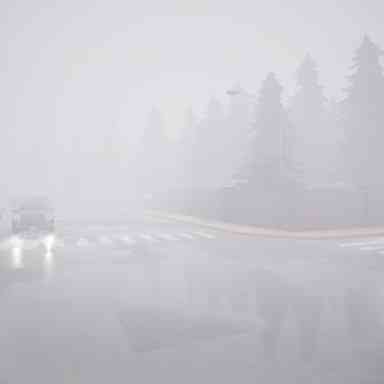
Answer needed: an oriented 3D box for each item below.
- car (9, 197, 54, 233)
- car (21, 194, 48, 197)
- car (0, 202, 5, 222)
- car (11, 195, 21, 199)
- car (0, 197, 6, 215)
[{"bbox_3d":[-9.430,1.390,19.922,2.097,1.767,4.553,0,0,-23],"label":"car"},{"bbox_3d":[-13.304,1.280,28.668,2.150,2.045,5.566,0,0,-26],"label":"car"},{"bbox_3d":[-16.218,1.629,26.584,1.994,1.385,4.181,0,0,-25],"label":"car"},{"bbox_3d":[-18.995,1.307,37.734,2.150,2.045,5.566,0,0,-43],"label":"car"},{"bbox_3d":[-21.475,1.442,35.188,2.097,1.767,4.553,0,0,-43],"label":"car"}]
